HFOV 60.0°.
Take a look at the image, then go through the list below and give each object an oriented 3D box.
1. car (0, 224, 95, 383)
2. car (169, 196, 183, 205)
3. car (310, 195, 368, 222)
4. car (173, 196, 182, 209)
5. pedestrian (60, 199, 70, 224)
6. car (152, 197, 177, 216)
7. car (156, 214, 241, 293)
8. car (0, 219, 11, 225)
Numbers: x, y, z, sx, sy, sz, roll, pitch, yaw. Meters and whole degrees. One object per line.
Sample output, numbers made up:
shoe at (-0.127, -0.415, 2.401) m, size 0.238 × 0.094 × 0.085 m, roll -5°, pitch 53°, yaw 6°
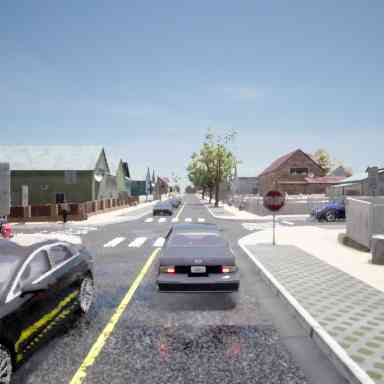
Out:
car at (-2.846, 1.493, 4.759) m, size 2.128 × 1.511 × 4.902 m, roll 0°, pitch 0°, yaw 0°
car at (-2.788, 1.489, 57.876) m, size 2.128 × 1.511 × 4.902 m, roll 0°, pitch 0°, yaw 0°
car at (10.406, 1.067, 22.568) m, size 4.553 × 1.767 × 2.097 m, roll -2°, pitch -1°, yaw 2°
car at (-2.813, 1.564, 44.730) m, size 1.994 × 1.385 × 4.181 m, roll 0°, pitch 0°, yaw 0°
pedestrian at (-9.673, 1.462, 25.301) m, size 0.375 × 1.860 × 0.375 m, roll 0°, pitch 0°, yaw 0°
car at (-2.794, 1.549, 32.754) m, size 2.033 × 1.411 × 5.357 m, roll 0°, pitch 0°, yaw -1°
car at (0.080, 1.550, 8.972) m, size 2.033 × 1.411 × 5.357 m, roll 0°, pitch 0°, yaw -1°
car at (-13.186, 1.897, 19.414) m, size 4.718 × 1.301 × 1.895 m, roll -2°, pitch -1°, yaw 0°
